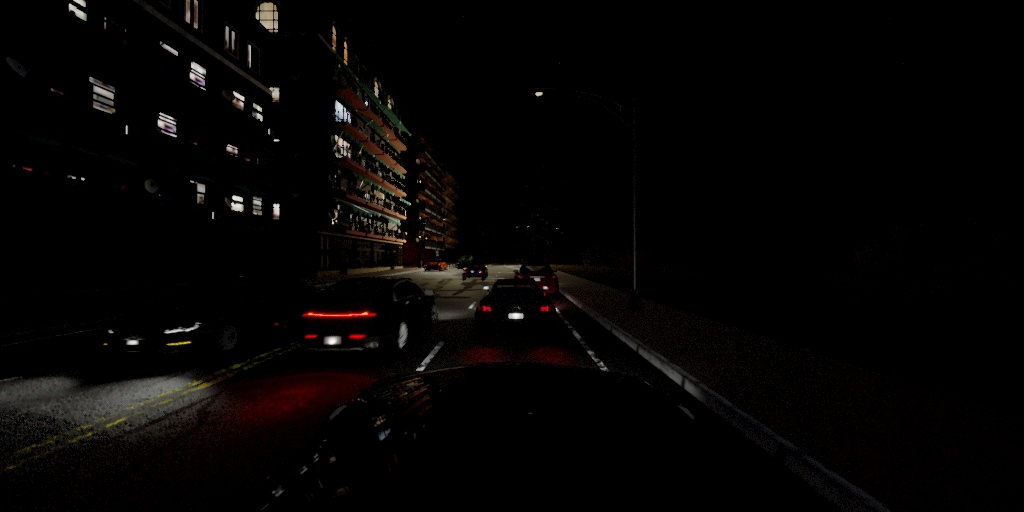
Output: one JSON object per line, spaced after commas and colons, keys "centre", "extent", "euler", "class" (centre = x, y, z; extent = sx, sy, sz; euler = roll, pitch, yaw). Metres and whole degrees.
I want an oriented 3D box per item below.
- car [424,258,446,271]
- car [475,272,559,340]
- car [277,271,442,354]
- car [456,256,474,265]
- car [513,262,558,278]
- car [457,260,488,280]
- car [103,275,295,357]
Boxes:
{"centre": [-9.784, 1.103, 45.886], "extent": [2.097, 1.767, 4.553], "euler": [0, 0, 0], "class": "car"}
{"centre": [0.106, 1.315, 10.036], "extent": [1.994, 1.385, 4.181], "euler": [0, 0, 1], "class": "car"}
{"centre": [-3.142, 1.254, 8.707], "extent": [1.837, 1.490, 4.892], "euler": [0, -1, 0], "class": "car"}
{"centre": [-6.524, 0.972, 51.384], "extent": [2.150, 2.045, 5.566], "euler": [0, 0, 0], "class": "car"}
{"centre": [1.161, 1.103, 18.615], "extent": [2.097, 1.767, 4.553], "euler": [0, 0, 0], "class": "car"}
{"centre": [-3.112, 1.300, 30.932], "extent": [2.033, 1.411, 5.357], "euler": [0, 0, 0], "class": "car"}
{"centre": [-6.591, 1.256, 8.659], "extent": [1.837, 1.490, 4.892], "euler": [0, 0, 0], "class": "car"}
